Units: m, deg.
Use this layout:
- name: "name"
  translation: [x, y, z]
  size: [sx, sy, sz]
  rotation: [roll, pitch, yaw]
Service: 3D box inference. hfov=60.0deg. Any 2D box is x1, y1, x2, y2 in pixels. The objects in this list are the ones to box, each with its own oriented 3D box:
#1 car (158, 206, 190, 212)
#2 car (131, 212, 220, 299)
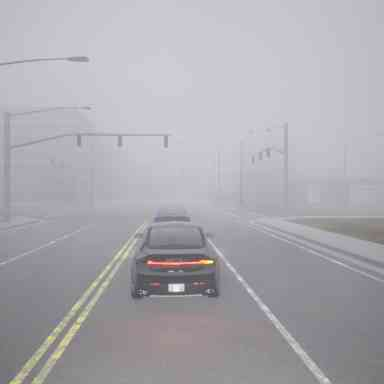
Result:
- name: "car"
  translation: [-1.079, 1.478, 17.976]
  size: [1.882, 1.535, 5.008]
  rotation: [0, 0, -4]
- name: "car"
  translation: [-0.442, 1.505, 8.503]
  size: [1.837, 1.490, 4.892]
  rotation: [0, 0, -4]
